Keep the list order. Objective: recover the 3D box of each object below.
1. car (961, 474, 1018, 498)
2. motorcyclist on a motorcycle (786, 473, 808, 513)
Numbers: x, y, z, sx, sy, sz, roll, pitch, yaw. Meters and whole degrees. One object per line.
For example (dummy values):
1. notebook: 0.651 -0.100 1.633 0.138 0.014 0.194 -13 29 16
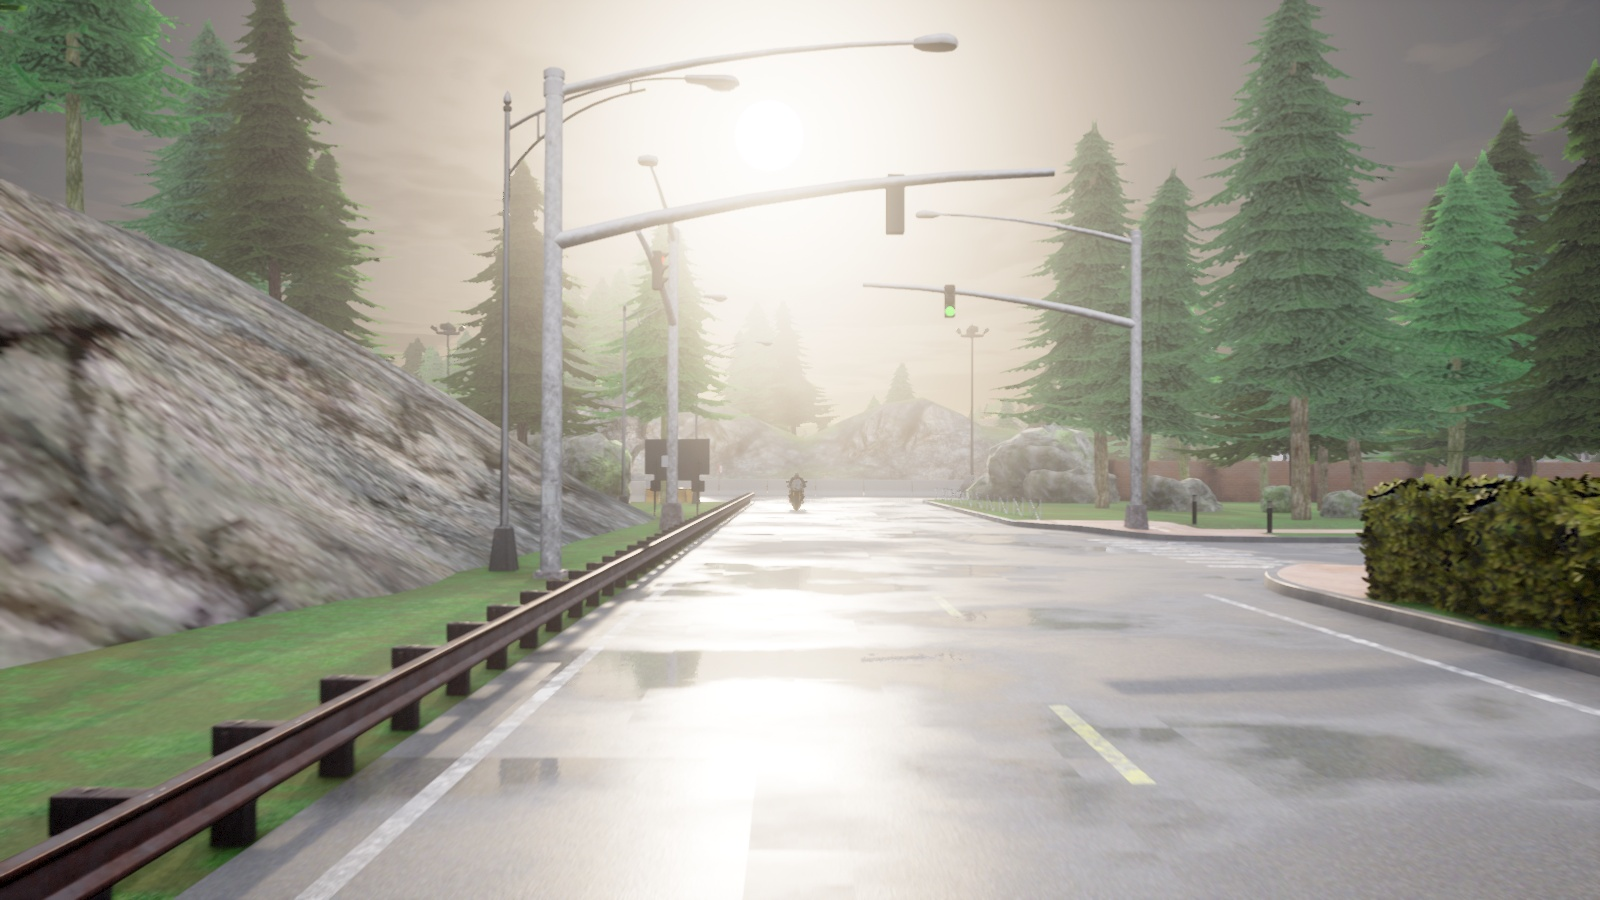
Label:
1. car: 12.463 2.354 82.395 3.633 1.501 1.845 0 -1 10
2. motorcyclist on a motorcycle: -0.120 1.684 49.827 0.866 1.530 2.191 0 -1 0
